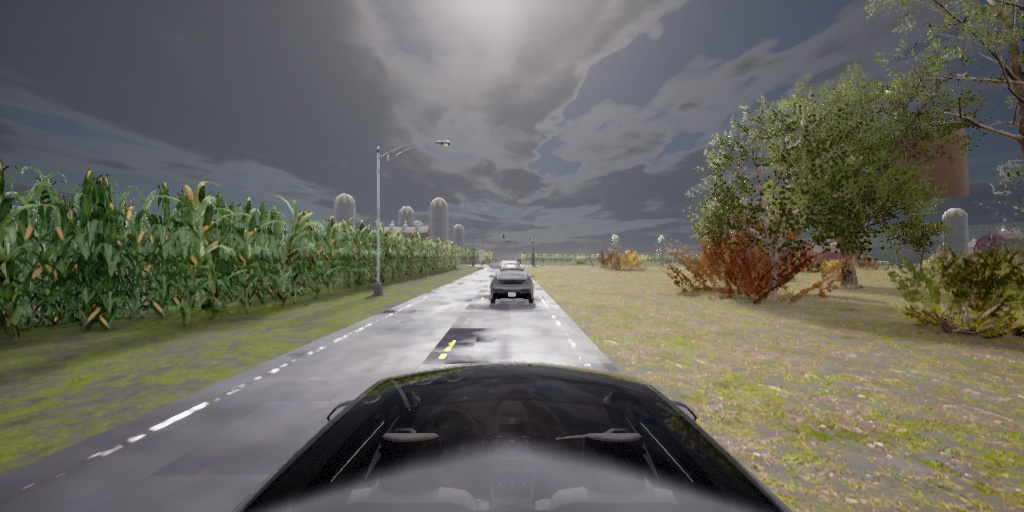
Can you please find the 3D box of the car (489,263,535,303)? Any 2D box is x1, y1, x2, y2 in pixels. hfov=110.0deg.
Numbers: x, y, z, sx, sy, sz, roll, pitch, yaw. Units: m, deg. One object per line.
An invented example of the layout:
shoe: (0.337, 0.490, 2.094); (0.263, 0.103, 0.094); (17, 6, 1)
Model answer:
car: (0.000, 1.271, 16.503); (1.837, 1.490, 4.892); (0, 0, 0)

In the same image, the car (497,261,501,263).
car: (0.000, 1.330, 31.507); (2.033, 1.411, 5.357); (0, 0, 0)

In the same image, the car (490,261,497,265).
car: (-2.751, 1.461, 60.484); (1.895, 1.301, 4.718); (0, 0, 0)
